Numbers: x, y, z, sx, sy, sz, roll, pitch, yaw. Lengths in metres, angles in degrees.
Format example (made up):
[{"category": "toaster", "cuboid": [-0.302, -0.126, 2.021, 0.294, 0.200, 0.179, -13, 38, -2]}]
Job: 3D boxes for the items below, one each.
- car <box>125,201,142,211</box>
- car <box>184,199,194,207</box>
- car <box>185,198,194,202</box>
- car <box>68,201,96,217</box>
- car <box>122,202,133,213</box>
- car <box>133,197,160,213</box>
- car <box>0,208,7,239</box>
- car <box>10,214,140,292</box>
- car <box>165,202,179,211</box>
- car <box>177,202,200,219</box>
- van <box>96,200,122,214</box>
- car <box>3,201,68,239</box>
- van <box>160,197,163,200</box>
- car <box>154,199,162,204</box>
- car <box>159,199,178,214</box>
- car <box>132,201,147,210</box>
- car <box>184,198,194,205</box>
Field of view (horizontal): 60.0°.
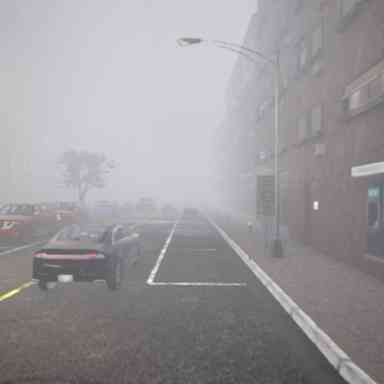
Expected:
[{"category": "car", "cuboid": [-8.766, 2.069, 50.296, 1.752, 1.417, 4.829, 1, -1, -1]}, {"category": "car", "cuboid": [-0.641, 2.353, 73.165, 1.967, 1.590, 4.097, 1, -1, -1]}, {"category": "car", "cuboid": [-0.577, 2.287, 67.521, 1.967, 1.590, 4.097, 1, -1, -1]}, {"category": "car", "cuboid": [-8.446, 1.511, 22.241, 2.192, 1.841, 5.009, 1, -1, -1]}, {"category": "car", "cuboid": [-8.705, 2.060, 44.820, 1.802, 1.307, 4.206, 1, -1, -1]}, {"category": "car", "cuboid": [-6.012, 1.726, 44.365, 2.150, 2.045, 5.566, 1, -1, -1]}, {"category": "car", "cuboid": [-8.321, 1.489, 10.947, 1.967, 1.590, 4.097, 1, -1, -1]}, {"category": "car", "cuboid": [-2.619, 1.586, 9.230, 2.128, 1.511, 4.902, 1, -1, -1]}, {"category": "car", "cuboid": [-3.089, 2.245, 52.966, 1.895, 1.301, 4.718, 1, -1, 0]}, {"category": "car", "cuboid": [-0.199, 1.991, 33.641, 2.008, 1.369, 4.403, 1, -1, -1]}, {"category": "van", "cuboid": [-8.573, 1.680, 33.531, 1.690, 1.788, 3.998, 1, -1, -1]}, {"category": "car", "cuboid": [-8.382, 1.437, 16.594, 2.192, 1.841, 5.009, 1, -1, -1]}, {"category": "van", "cuboid": [-9.145, 2.281, 84.342, 1.690, 1.788, 3.998, 1, -1, -1]}, {"category": "car", "cuboid": [-9.213, 2.547, 89.986, 1.887, 1.381, 4.507, 1, -1, -1]}, {"category": "car", "cuboid": [-2.935, 2.050, 42.963, 1.812, 1.442, 4.674, 1, -1, -1]}, {"category": "car", "cuboid": [-8.833, 2.195, 56.111, 1.802, 1.307, 4.206, 1, -1, -1]}, {"category": "car", "cuboid": [-0.765, 2.357, 84.457, 2.192, 1.841, 5.009, 1, -1, -1]}]
